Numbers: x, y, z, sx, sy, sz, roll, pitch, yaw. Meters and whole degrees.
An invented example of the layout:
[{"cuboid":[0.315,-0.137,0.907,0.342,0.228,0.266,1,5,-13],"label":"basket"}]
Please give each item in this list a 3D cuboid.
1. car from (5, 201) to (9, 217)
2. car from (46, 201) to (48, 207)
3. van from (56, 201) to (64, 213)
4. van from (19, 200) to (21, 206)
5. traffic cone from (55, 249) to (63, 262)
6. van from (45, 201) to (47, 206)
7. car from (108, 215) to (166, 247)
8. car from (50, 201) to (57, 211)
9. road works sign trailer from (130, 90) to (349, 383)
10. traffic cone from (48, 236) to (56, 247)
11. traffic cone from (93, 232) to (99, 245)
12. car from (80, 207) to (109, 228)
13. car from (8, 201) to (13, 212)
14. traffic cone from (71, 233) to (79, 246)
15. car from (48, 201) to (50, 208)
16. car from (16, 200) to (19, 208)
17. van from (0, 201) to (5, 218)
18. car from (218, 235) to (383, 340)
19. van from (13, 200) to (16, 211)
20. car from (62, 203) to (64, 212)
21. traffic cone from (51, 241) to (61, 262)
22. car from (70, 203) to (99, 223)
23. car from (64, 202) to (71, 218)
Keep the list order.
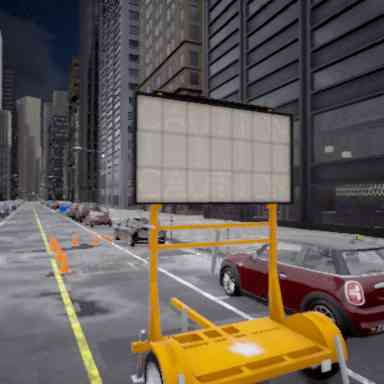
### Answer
[{"cuboid":[-22.661,2.210,38.433,1.967,1.590,4.097,1,-1,-26],"label":"car"},{"cuboid":[-32.209,3.035,77.464,1.967,1.590,4.097,1,-1,-26],"label":"car"},{"cuboid":[-19.919,2.417,52.262,1.690,1.788,3.998,1,-1,-26],"label":"van"},{"cuboid":[-44.785,3.047,83.806,1.690,1.788,3.998,1,-1,-26],"label":"van"},{"cuboid":[-3.938,2.167,10.257,0.340,0.580,0.340,1,-1,-26],"label":"traffic cone"},{"cuboid":[-37.125,3.145,87.548,1.690,1.788,3.998,1,-1,-26],"label":"van"},{"cuboid":[-2.714,1.923,16.971,1.947,1.339,4.313,1,-1,-26],"label":"car"},{"cuboid":[-24.835,2.598,62.344,2.192,1.841,5.009,1,-1,-26],"label":"car"},{"cuboid":[0.280,0.566,4.556,2.380,3.560,2.880,1,-1,-26],"label":"road works sign trailer"},{"cuboid":[-5.691,2.238,13.852,0.340,0.580,0.340,1,-1,-26],"label":"traffic cone"},{"cuboid":[-4.771,2.297,16.525,0.340,0.580,0.340,1,-1,-26],"label":"traffic cone"},{"cuboid":[-7.630,2.142,27.053,1.802,1.307,4.206,1,-1,-26],"label":"car"},{"cuboid":[-25.119,2.188,43.477,2.192,1.841,5.009,1,-1,-26],"label":"car"},{"cuboid":[-5.668,2.286,16.088,0.340,0.580,0.340,1,-1,-26],"label":"traffic cone"},{"cuboid":[-29.752,3.035,72.421,1.887,1.381,4.507,1,-1,-26],"label":"car"},{"cuboid":[-34.952,2.603,63.642,2.192,1.841,5.009,1,-1,-26],"label":"car"},{"cuboid":[-20.203,2.008,33.394,1.690,1.788,3.998,1,-1,-26],"label":"van"},{"cuboid":[2.203,1.596,6.893,1.967,1.590,4.097,1,-1,-26],"label":"car"},{"cuboid":[-32.494,2.525,58.600,1.690,1.788,3.998,1,-1,-26],"label":"van"},{"cuboid":[-15.078,2.397,42.329,1.752,1.417,4.829,1,-1,-26],"label":"car"},{"cuboid":[-4.814,2.202,12.055,0.340,0.580,0.340,1,-1,-26],"label":"traffic cone"},{"cuboid":[-10.087,1.978,32.099,2.192,1.841,5.009,1,-1,-26],"label":"car"},{"cuboid":[-12.545,2.081,37.140,2.192,1.841,5.009,1,-1,-26],"label":"car"}]
